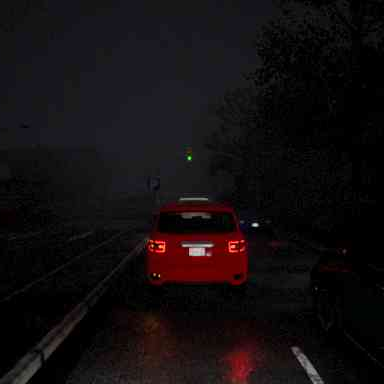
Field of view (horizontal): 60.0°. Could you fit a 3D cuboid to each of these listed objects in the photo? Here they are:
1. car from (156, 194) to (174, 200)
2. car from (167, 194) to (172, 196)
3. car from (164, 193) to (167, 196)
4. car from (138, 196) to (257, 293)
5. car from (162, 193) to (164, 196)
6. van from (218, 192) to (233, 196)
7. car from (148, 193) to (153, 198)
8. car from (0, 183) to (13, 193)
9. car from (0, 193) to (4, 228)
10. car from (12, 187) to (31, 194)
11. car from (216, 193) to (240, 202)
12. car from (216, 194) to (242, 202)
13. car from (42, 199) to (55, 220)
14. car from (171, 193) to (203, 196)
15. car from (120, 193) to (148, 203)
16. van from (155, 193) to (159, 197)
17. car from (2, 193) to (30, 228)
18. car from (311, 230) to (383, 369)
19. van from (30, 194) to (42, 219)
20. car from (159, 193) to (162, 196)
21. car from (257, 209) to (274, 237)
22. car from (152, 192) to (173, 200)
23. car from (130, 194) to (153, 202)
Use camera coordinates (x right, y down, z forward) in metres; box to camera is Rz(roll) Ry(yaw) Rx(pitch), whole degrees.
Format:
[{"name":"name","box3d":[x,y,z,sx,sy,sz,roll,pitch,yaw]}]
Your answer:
[{"name":"car","box3d":[-7.727,1.410,94.920,5.008,1.535,2.097,-1,0,-12]},{"name":"car","box3d":[-8.590,1.445,88.933,4.674,1.452,2.002,-1,0,-12]},{"name":"car","box3d":[-9.396,1.441,82.950,4.674,1.452,2.002,-1,0,-13]},{"name":"car","box3d":[0.090,1.239,9.024,2.150,2.045,5.566,0,0,0]},{"name":"car","box3d":[-9.763,1.439,79.948,4.674,1.452,2.002,-1,0,-13]},{"name":"van","box3d":[7.179,1.110,67.618,4.442,1.987,1.878,1,0,-14]},{"name":"car","box3d":[-10.904,1.383,67.988,5.366,1.575,1.946,-1,0,-15]},{"name":"car","box3d":[-31.246,-0.369,55.894,2.435,2.045,5.566,6,-3,-19]},{"name":"car","box3d":[-13.819,1.282,18.134,5.566,2.045,2.435,-1,0,-20]},{"name":"car","box3d":[-28.251,0.193,55.838,2.002,1.452,4.674,6,-3,-19]},{"name":"car","box3d":[7.558,1.211,70.588,4.553,1.767,2.185,1,0,-14]},{"name":"car","box3d":[8.089,1.337,73.583,5.366,1.575,1.946,1,0,-13]},{"name":"car","box3d":[-13.669,1.431,27.185,4.553,1.767,2.185,-1,0,-19]},{"name":"car","box3d":[0.125,1.267,19.555,2.150,2.045,5.566,0,0,0]},{"name":"car","box3d":[-11.544,1.423,64.994,4.792,1.488,2.163,-1,0,-15]},{"name":"van","box3d":[-10.355,1.166,73.981,4.442,1.987,1.878,-1,0,-14]},{"name":"car","box3d":[-13.751,1.289,21.171,5.566,2.045,2.435,-1,0,-20]},{"name":"car","box3d":[3.091,1.230,3.326,2.150,2.045,5.566,0,0,0]},{"name":"van","box3d":[-13.639,1.322,24.207,4.442,1.987,1.878,-1,0,-20]},{"name":"car","box3d":[-10.131,1.398,76.952,4.892,1.521,2.231,-1,0,-14]},{"name":"car","box3d":[3.119,1.605,18.314,1.994,1.385,4.181,0,0,0]},{"name":"car","box3d":[-8.144,1.156,91.940,5.566,2.045,2.435,-1,0,-12]},{"name":"car","box3d":[-10.815,1.266,70.940,4.553,1.767,2.185,-1,0,-14]}]
